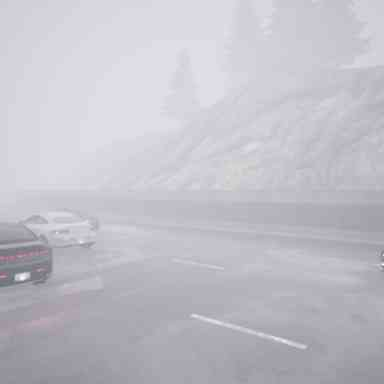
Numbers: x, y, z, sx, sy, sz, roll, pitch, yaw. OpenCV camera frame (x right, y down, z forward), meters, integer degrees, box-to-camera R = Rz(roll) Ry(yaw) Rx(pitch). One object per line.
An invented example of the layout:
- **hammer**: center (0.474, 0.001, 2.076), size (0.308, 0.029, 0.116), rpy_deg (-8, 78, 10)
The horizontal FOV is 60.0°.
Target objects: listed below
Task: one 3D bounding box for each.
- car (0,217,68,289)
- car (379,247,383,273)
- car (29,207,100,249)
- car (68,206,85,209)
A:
- **car**: center (-5.341, 1.478, 8.369), size (4.892, 1.490, 1.837), rpy_deg (0, 0, 40)
- **car**: center (7.087, 1.549, 7.608), size (4.892, 1.490, 1.837), rpy_deg (1, 0, 35)
- **car**: center (-5.641, 1.499, 13.213), size (4.674, 1.442, 1.812), rpy_deg (0, 0, 41)
- **car**: center (-7.127, 1.530, 19.326), size (4.181, 1.385, 1.994), rpy_deg (0, 0, 43)
